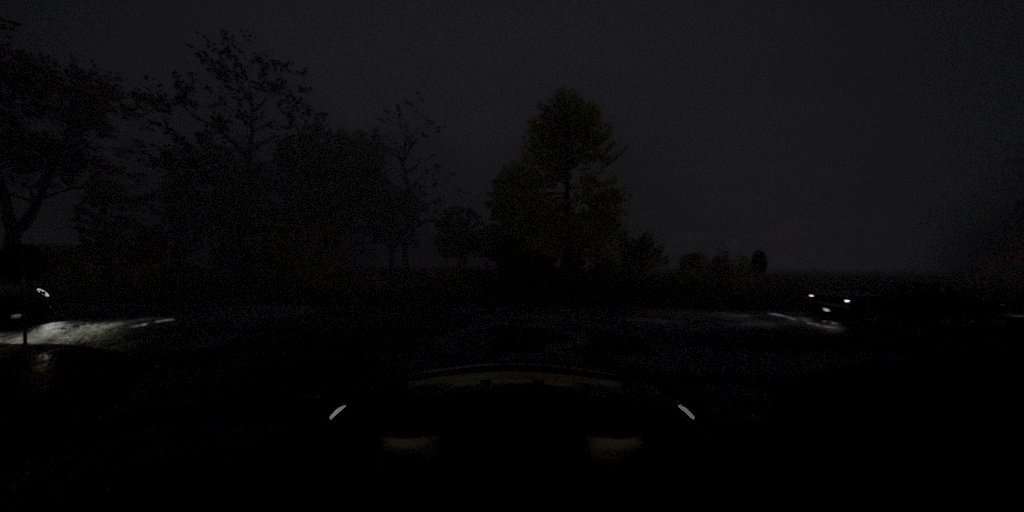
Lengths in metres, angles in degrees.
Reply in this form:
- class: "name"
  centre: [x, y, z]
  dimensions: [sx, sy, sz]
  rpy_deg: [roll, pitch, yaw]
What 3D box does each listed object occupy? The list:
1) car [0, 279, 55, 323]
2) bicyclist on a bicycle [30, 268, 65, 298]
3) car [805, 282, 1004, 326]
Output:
- class: "car"
  centre: [-16.497, 1.134, 10.452]
  dimensions: [4.553, 1.767, 2.097]
  rpy_deg: [0, 0, 3]
- class: "bicyclist on a bicycle"
  centre: [-21.853, 1.195, 16.687]
  dimensions: [0.582, 1.620, 1.656]
  rpy_deg: [0, 0, 3]
- class: "car"
  centre: [12.806, 1.516, 12.000]
  dimensions: [4.718, 1.301, 1.895]
  rpy_deg: [0, 0, 3]
